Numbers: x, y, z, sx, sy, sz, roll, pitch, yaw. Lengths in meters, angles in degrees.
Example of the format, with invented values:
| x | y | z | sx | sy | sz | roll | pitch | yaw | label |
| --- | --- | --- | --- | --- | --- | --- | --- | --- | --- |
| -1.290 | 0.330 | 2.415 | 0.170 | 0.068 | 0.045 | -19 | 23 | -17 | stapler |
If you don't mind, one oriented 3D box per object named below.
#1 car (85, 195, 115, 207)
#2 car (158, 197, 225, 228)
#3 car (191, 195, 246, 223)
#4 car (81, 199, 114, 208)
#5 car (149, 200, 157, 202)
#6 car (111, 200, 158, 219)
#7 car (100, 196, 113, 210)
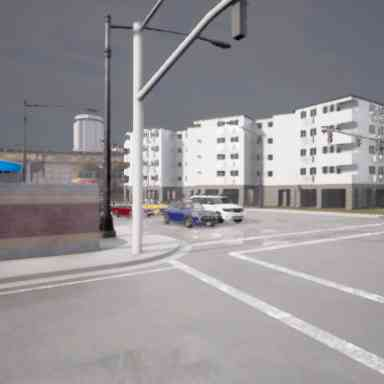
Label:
| x | y | z | sx | sy | sz | roll | pitch | yaw | label |
| --- | --- | --- | --- | --- | --- | --- | --- | --- | --- |
| -15.066 | 1.436 | 54.542 | 4.553 | 1.767 | 2.097 | 0 | 0 | 24 | car |
| -0.154 | 1.409 | 22.619 | 2.097 | 1.767 | 4.553 | 0 | 0 | -33 | car |
| 1.756 | 1.295 | 26.055 | 2.150 | 2.045 | 5.566 | 0 | 0 | -35 | car |
| -14.340 | 1.678 | 50.500 | 4.718 | 1.301 | 1.895 | 0 | 0 | 27 | car |
| -4.305 | 1.549 | 33.964 | 1.882 | 1.535 | 5.008 | 0 | 0 | -42 | car |
| -5.396 | 1.658 | 29.918 | 1.895 | 1.301 | 4.718 | 0 | 0 | -39 | car |
| -11.745 | 1.413 | 40.598 | 4.553 | 1.767 | 2.097 | 0 | 0 | 34 | car |
